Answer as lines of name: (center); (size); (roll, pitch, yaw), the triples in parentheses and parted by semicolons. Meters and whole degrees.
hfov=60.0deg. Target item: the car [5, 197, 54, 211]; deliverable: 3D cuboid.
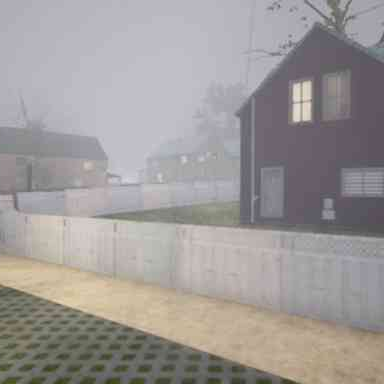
car: (-11.399, 0.770, 24.897); (4.718, 1.301, 1.895); (-4, 3, -40)
